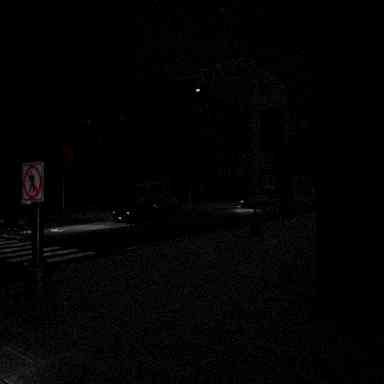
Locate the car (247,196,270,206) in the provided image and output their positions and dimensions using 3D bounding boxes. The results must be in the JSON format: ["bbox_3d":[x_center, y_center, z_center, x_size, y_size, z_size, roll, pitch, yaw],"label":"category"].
[{"bbox_3d":[10.106,1.372,50.306,1.994,1.385,4.181,0,0,36],"label":"car"}]

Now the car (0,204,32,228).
[{"bbox_3d":[-11.844,1.472,19.626,1.837,1.490,4.892,0,0,38],"label":"car"}]

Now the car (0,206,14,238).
[{"bbox_3d":[-10.510,1.540,14.572,1.994,1.385,4.181,0,0,25],"label":"car"}]

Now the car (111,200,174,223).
[{"bbox_3d":[-3.782,1.523,25.171,1.895,1.301,4.718,0,0,35],"label":"car"}]

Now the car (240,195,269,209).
[{"bbox_3d":[7.806,1.189,41.523,2.097,1.767,4.553,0,0,35],"label":"car"}]

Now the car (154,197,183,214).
[{"bbox_3d":[-2.846,1.255,32.122,2.097,1.767,4.553,0,0,35],"label":"car"}]
